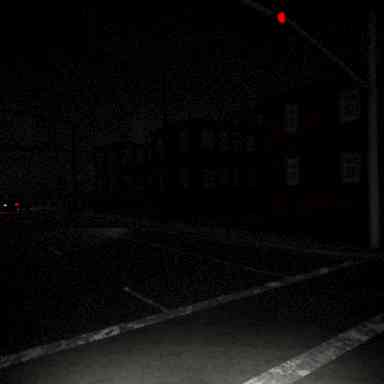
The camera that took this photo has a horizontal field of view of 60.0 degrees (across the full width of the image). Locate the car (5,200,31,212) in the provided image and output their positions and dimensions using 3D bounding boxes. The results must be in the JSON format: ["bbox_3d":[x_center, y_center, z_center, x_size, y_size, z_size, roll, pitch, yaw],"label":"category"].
[{"bbox_3d":[-22.690,1.717,43.361,1.812,1.442,4.674,-2,1,-8],"label":"car"}]

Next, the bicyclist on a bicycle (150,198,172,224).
[{"bbox_3d":[-1.994,1.181,21.223,1.656,1.620,0.582,-2,1,-36],"label":"bicyclist on a bicycle"}]
